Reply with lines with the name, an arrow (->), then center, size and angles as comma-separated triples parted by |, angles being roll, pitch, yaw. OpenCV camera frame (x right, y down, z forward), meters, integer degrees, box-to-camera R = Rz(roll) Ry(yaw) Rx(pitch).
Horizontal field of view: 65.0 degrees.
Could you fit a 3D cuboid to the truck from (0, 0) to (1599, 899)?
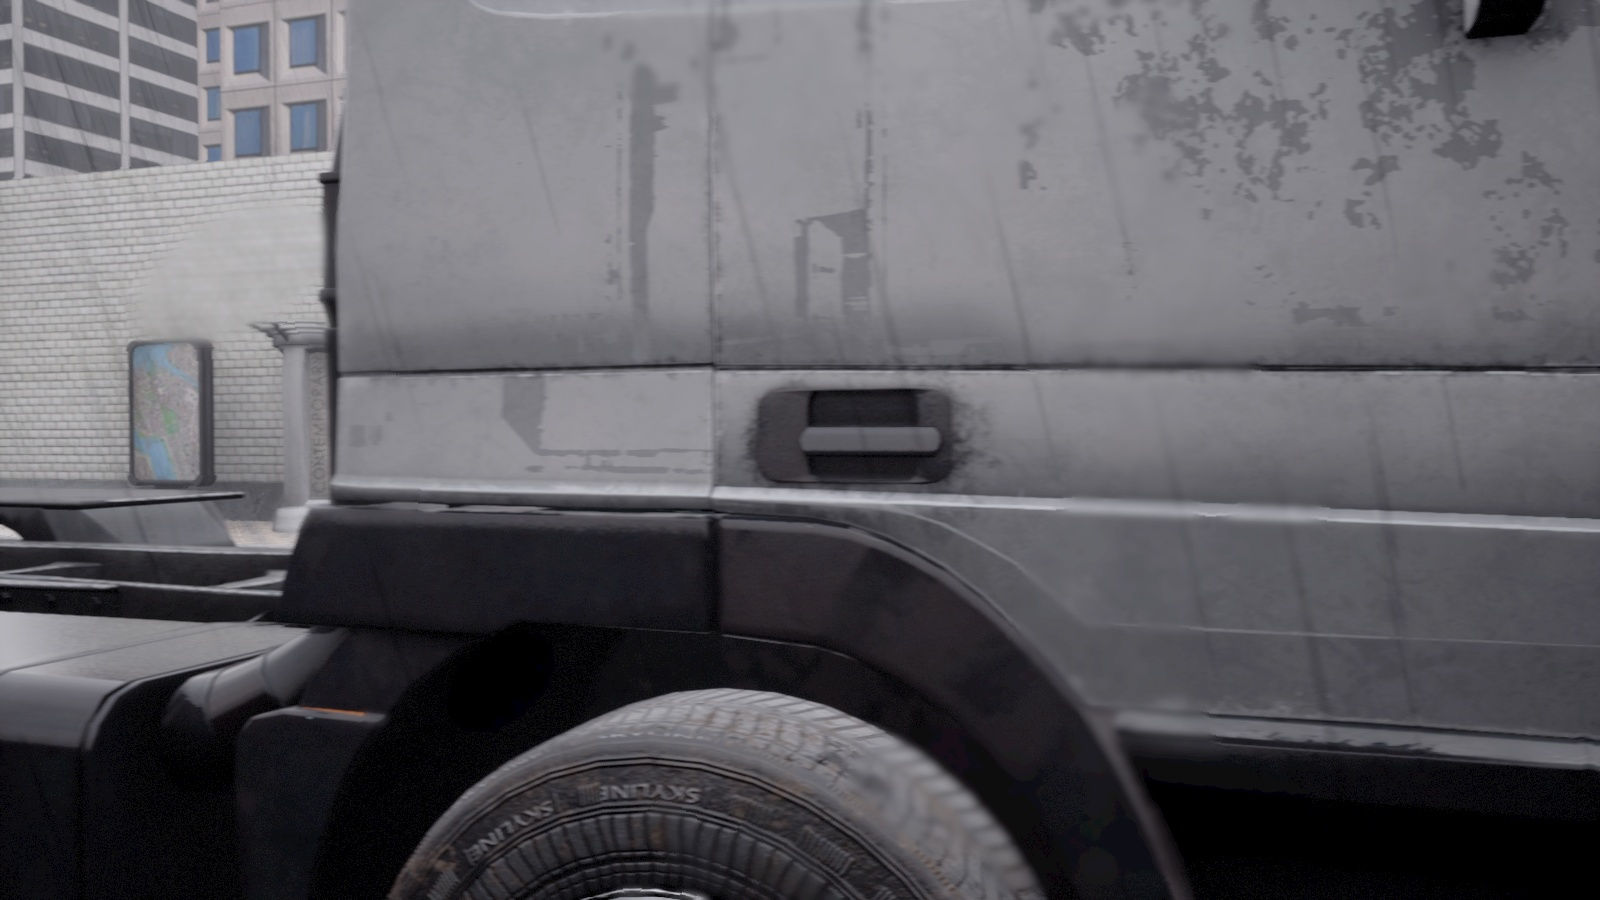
truck -> -2.021, -0.223, 3.858 | 7.936, 3.462, 2.891 | 0, 1, 19
